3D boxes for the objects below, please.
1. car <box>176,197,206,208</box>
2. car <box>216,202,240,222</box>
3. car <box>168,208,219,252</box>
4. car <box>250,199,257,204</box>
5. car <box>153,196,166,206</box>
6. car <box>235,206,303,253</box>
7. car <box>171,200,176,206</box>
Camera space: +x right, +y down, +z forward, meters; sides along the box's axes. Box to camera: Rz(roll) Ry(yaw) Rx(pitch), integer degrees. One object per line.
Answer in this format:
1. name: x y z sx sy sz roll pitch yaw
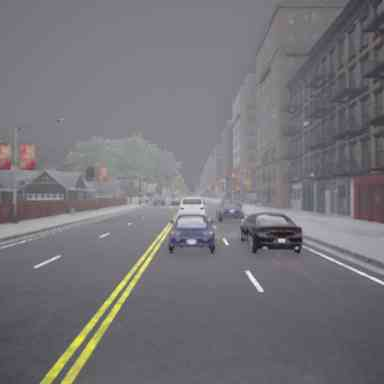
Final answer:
1. car: -0.006 1.477 29.017 2.150 2.045 5.566 0 0 0
2. car: 3.246 1.611 29.077 2.097 1.767 4.553 0 -1 0
3. car: 0.002 1.657 14.386 1.812 1.442 4.674 0 0 0
4. car: 16.360 2.280 81.229 4.313 1.339 1.947 0 -1 0
5. car: -6.515 1.780 66.779 2.150 2.045 5.566 0 -1 0
6. car: 3.252 1.610 14.471 1.882 1.535 5.008 0 0 0
7. car: -3.266 2.174 66.716 1.895 1.301 4.718 0 -1 0
